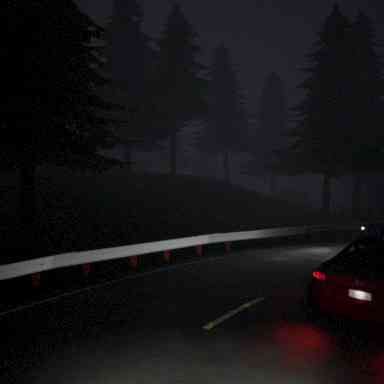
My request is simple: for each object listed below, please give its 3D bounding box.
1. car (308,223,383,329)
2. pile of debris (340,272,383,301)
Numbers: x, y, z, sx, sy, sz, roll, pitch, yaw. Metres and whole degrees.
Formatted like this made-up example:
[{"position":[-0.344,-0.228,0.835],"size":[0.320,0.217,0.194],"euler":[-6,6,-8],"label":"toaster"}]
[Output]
[{"position":[4.008,1.568,6.621],"size":[1.994,1.385,4.181],"euler":[1,1,44],"label":"car"},{"position":[4.580,2.185,7.627],"size":[1.860,0.140,1.500],"euler":[0,0,-39],"label":"pile of debris"}]
